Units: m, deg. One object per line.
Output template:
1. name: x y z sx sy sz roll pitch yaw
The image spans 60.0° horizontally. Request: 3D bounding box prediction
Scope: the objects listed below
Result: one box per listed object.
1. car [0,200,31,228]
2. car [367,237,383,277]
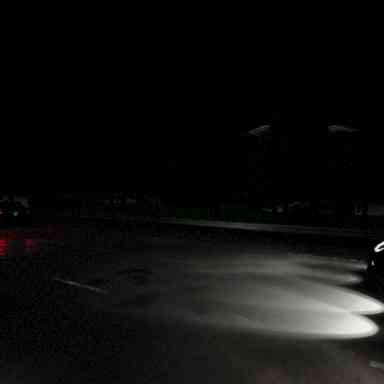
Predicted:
1. car: -11.901 1.263 20.047 4.553 1.767 2.097 0 0 29
2. car: 6.695 1.357 7.814 4.553 1.767 2.097 0 0 35
